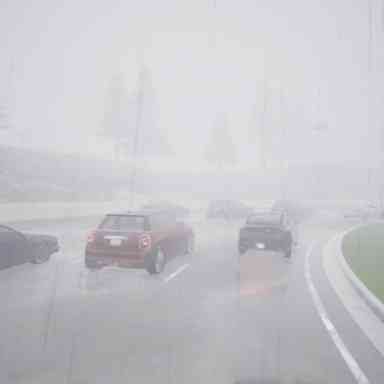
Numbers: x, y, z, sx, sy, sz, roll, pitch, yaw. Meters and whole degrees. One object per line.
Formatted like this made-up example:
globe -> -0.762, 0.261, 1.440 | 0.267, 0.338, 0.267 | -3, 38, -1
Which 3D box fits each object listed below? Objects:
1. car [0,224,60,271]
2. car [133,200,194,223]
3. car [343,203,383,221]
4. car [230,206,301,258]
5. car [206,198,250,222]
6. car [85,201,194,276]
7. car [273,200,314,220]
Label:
car -> -5.738, 1.492, 8.594 | 2.033, 1.411, 5.357 | 0, 0, 13
car -> -2.083, 1.455, 25.945 | 2.128, 1.511, 4.902 | 0, 0, 33
car -> 14.707, 1.632, 28.560 | 4.674, 1.442, 1.812 | 0, 0, -39
car -> 3.106, 1.522, 13.158 | 1.837, 1.490, 4.892 | 0, 0, 21
car -> 3.117, 1.360, 26.643 | 2.097, 1.767, 4.553 | 1, 0, 37
car -> -1.413, 1.332, 10.696 | 2.097, 1.767, 4.553 | 1, 0, 15
car -> 8.263, 1.404, 27.310 | 2.097, 1.767, 4.553 | 1, 0, 42
